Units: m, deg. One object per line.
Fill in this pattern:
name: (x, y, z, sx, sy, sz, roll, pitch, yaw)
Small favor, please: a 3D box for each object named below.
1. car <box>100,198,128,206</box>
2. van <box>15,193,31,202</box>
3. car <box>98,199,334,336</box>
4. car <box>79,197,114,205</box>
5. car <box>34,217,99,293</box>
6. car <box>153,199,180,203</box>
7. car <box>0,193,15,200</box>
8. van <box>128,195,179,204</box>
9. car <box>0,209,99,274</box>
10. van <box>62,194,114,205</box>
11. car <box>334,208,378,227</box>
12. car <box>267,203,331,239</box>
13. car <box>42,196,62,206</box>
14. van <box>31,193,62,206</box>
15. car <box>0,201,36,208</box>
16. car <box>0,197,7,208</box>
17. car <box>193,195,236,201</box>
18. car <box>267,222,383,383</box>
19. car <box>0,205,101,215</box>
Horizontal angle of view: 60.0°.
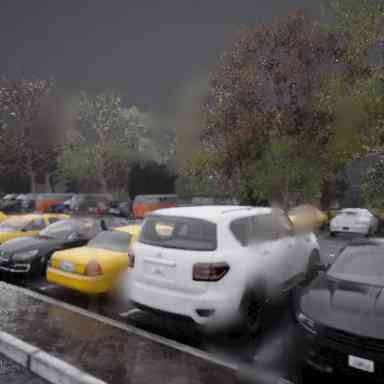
car: (-4.817, 1.440, 27.665, 2.163, 1.488, 4.792, 0, 0, 36)
van: (-16.011, 1.165, 35.595, 1.878, 1.987, 4.442, 0, 0, 36)
car: (1.058, 1.303, 7.255, 2.435, 2.045, 5.566, 1, 0, 36)
car: (-6.954, 1.429, 29.214, 2.163, 1.488, 4.792, 0, 0, 36)
car: (-1.099, 1.527, 9.012, 1.946, 1.575, 5.366, 1, 0, 36)
car: (-0.264, 1.481, 24.295, 2.163, 1.488, 4.792, 1, 0, 36)
car: (-18.201, 1.140, 37.292, 2.435, 2.045, 5.566, 0, 0, 36)
van: (-2.520, 1.203, 26.109, 1.878, 1.987, 4.442, 0, 0, 36)
car: (-3.453, 1.507, 10.496, 2.231, 1.521, 4.892, 1, 0, 36)
van: (-9.263, 1.168, 30.717, 1.878, 1.987, 4.442, 0, 0, 36)
car: (8.723, 1.588, 17.815, 2.002, 1.452, 4.674, 1, 0, 36)
car: (6.372, 1.521, 19.292, 1.946, 1.575, 5.366, 1, 0, 36)
car: (-11.453, 1.391, 32.443, 2.097, 1.535, 5.008, 0, 0, 36)
van: (-13.631, 1.165, 34.159, 1.878, 1.987, 4.442, 0, 0, 36)
car: (-10.407, 1.432, 15.298, 1.946, 1.575, 5.366, 1, 0, 36)
car: (-27.258, 1.431, 43.892, 2.002, 1.452, 4.674, 0, 0, 36)
car: (2.014, 1.224, 22.715, 2.435, 2.045, 5.566, 1, 0, 36)
car: (3.291, 1.578, 5.609, 2.097, 1.535, 5.008, 1, 0, 36)
car: (-5.813, 1.479, 11.969, 1.946, 1.575, 5.366, 1, 0, 36)
